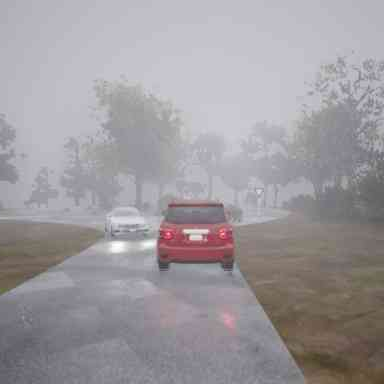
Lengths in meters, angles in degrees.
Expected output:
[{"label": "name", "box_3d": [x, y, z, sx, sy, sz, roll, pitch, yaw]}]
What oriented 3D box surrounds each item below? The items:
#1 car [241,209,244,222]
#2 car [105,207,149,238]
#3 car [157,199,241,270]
[{"label": "car", "box_3d": [2.271, 1.487, 23.565, 1.882, 1.535, 5.008, 0, 0, 22]}, {"label": "car", "box_3d": [-3.583, 1.533, 17.927, 1.812, 1.442, 4.674, 1, 0, -20]}, {"label": "car", "box_3d": [0.118, 1.229, 11.136, 2.150, 2.045, 5.566, 0, 0, 0]}]
